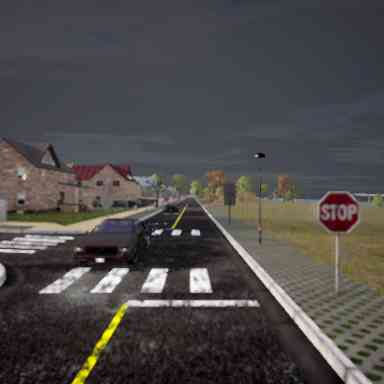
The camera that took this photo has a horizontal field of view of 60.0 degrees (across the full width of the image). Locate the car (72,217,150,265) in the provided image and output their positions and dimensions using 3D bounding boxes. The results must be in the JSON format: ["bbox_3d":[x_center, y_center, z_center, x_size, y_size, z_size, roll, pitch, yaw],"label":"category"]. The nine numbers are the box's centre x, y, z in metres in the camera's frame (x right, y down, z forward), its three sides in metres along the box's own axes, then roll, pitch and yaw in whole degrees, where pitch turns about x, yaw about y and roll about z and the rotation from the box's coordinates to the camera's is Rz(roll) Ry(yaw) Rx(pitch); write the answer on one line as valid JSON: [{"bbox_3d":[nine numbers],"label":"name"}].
[{"bbox_3d":[-2.729,1.689,12.564,2.033,1.411,5.357,1,-1,0],"label":"car"}]

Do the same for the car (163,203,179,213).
[{"bbox_3d":[-2.682,2.080,43.751,1.994,1.385,4.181,0,-1,0],"label":"car"}]
